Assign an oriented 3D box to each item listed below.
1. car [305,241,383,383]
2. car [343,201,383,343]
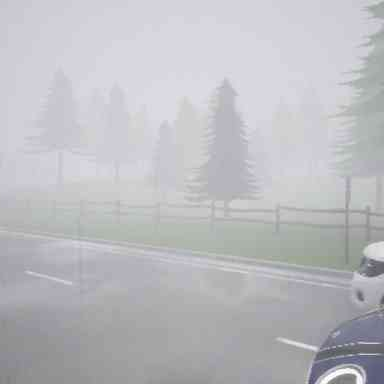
[{"bbox_3d":[2.988,1.354,1.861,4.553,1.767,2.097,0,0,35],"label":"car"},{"bbox_3d":[5.279,1.226,4.525,5.566,2.045,2.150,0,0,35],"label":"car"}]
